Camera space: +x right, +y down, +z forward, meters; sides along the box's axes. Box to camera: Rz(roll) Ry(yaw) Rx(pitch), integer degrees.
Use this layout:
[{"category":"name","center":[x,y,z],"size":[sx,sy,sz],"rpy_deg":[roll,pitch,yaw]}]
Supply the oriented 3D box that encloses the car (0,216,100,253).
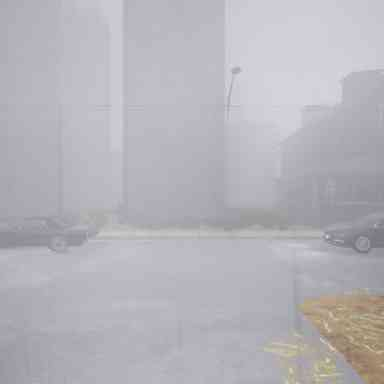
[{"category":"car","center":[-6.209,1.602,13.020],"size":[4.718,1.301,1.895],"rpy_deg":[0,0,0]}]

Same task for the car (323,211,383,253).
[{"category":"car","center":[7.717,1.506,13.029],"size":[4.892,1.490,1.837],"rpy_deg":[0,0,0]}]
